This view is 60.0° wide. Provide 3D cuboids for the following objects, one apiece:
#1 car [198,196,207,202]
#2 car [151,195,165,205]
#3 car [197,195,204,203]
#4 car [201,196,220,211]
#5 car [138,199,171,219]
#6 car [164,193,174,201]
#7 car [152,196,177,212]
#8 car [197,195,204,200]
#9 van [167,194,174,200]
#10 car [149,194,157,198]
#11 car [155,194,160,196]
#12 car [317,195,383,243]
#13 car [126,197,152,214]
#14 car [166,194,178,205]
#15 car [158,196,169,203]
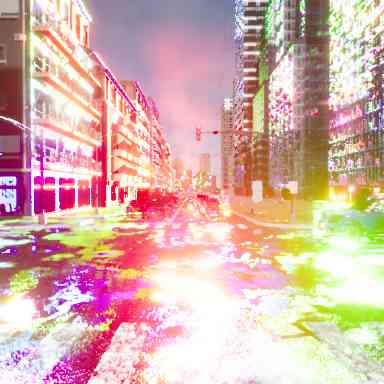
[{"bbox_3d":[2.419,1.540,75.009,1.887,1.381,4.507,-1,0,0],"label":"car"},{"bbox_3d":[-5.878,1.433,57.979,1.967,1.590,4.097,-1,0,0],"label":"car"},{"bbox_3d":[2.453,1.545,63.711,2.008,1.369,4.403,-1,0,0],"label":"car"},{"bbox_3d":[2.522,1.536,41.115,1.887,1.381,4.507,-1,0,0],"label":"car"},{"bbox_3d":[-3.187,1.557,29.170,1.994,1.385,4.181,0,0,0],"label":"car"},{"bbox_3d":[-5.966,1.313,86.224,2.192,1.841,5.009,-1,0,0],"label":"car"},{"bbox_3d":[-3.207,1.555,39.095,1.994,1.385,4.181,0,0,0],"label":"car"},{"bbox_3d":[2.366,1.525,92.126,1.752,1.417,4.829,-1,0,0],"label":"car"},{"bbox_3d":[-5.983,1.341,91.872,1.690,1.788,3.998,-1,0,0],"label":"van"},{"bbox_3d":[-5.827,1.432,41.032,1.967,1.590,4.097,-1,0,0],"label":"car"},{"bbox_3d":[-5.863,1.307,52.331,2.192,1.841,5.009,-1,0,0],"label":"car"},{"bbox_3d":[8.696,1.166,15.128,5.566,2.045,2.150,0,1,4],"label":"car"},{"bbox_3d":[-5.808,1.537,35.384,1.887,1.381,4.507,-1,0,0],"label":"car"},{"bbox_3d":[-3.240,1.483,52.411,2.128,1.511,4.902,0,0,0],"label":"car"},{"bbox_3d":[-5.911,1.577,69.277,1.802,1.307,4.206,-1,0,0],"label":"car"}]
